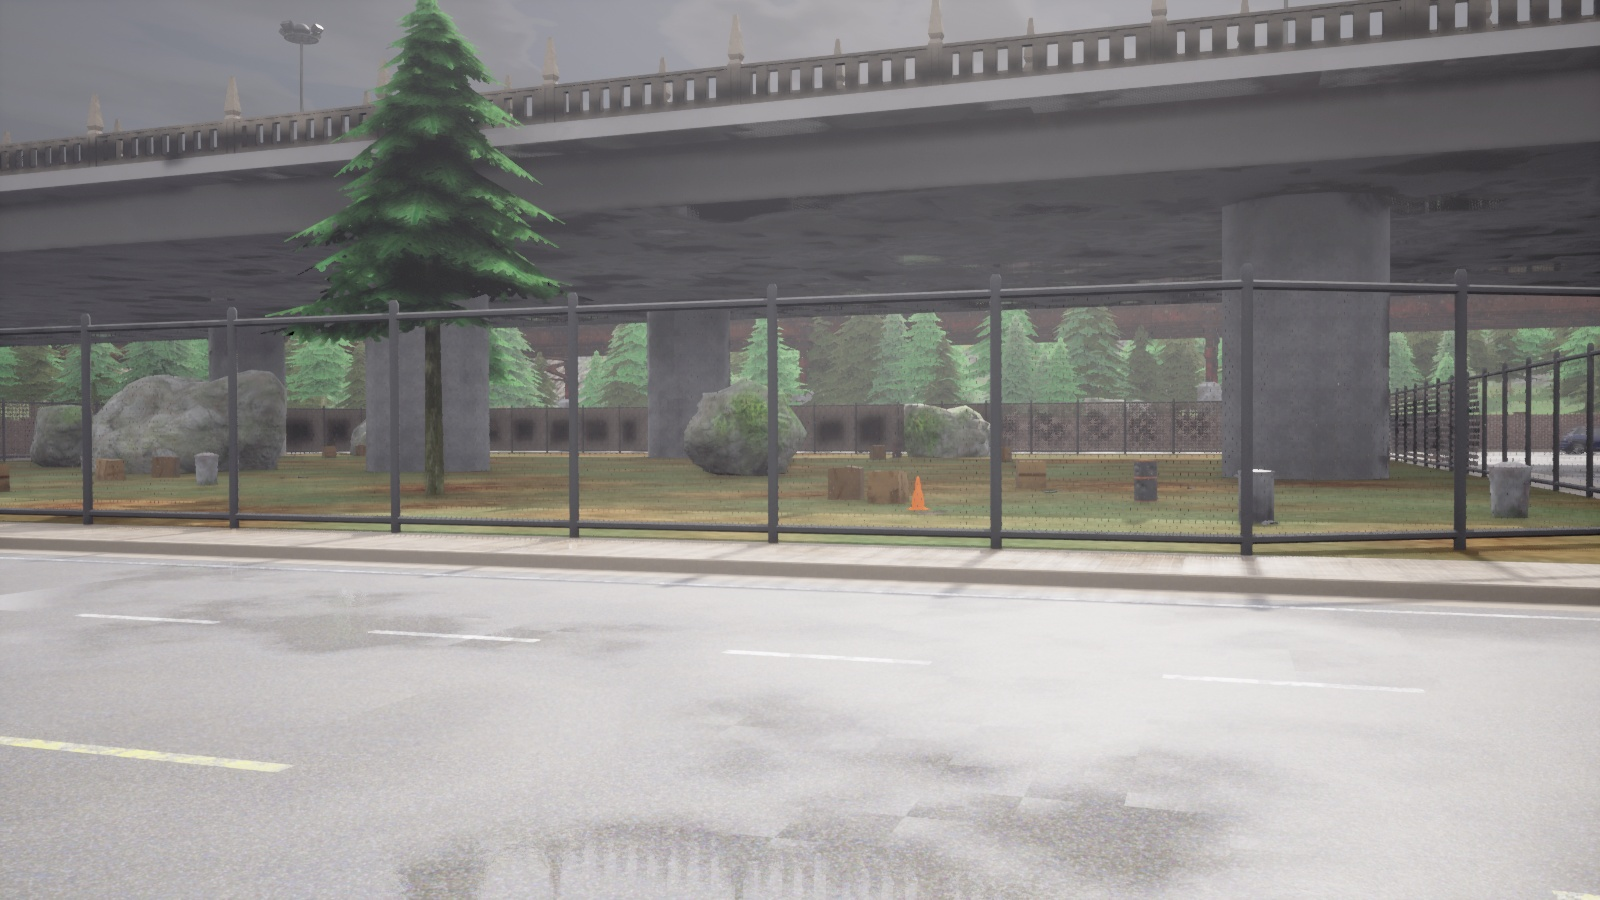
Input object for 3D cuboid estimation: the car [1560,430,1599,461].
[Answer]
[{"bbox_3d":[46.830,-0.248,72.678,4.553,1.767,2.097,1,1,20],"label":"car"}]
